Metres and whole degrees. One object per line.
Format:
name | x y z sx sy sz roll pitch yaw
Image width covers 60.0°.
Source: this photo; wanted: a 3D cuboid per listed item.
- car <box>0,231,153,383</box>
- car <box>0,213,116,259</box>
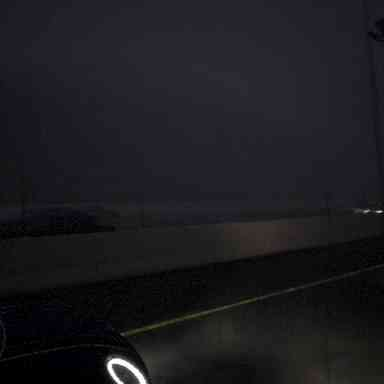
car | -2.452 1.352 1.997 4.553 1.767 2.097 0 0 -35
car | -5.553 1.601 12.928 4.718 1.301 1.895 0 0 -36
